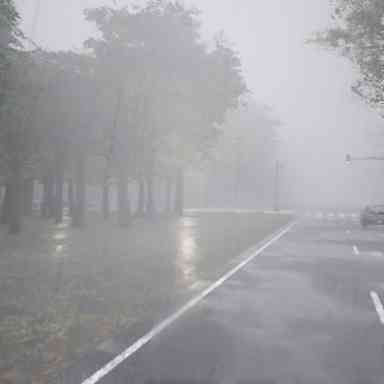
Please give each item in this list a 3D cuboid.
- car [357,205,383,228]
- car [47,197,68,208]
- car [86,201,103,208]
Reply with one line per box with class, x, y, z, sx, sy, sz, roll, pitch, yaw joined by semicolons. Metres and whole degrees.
car;12.580;1.659;22.842;2.128;1.511;4.902;0;0;23
car;-22.738;1.801;57.237;5.566;2.045;2.150;-1;-2;23
car;-16.976;2.185;58.307;4.181;1.385;1.994;-1;-1;23
